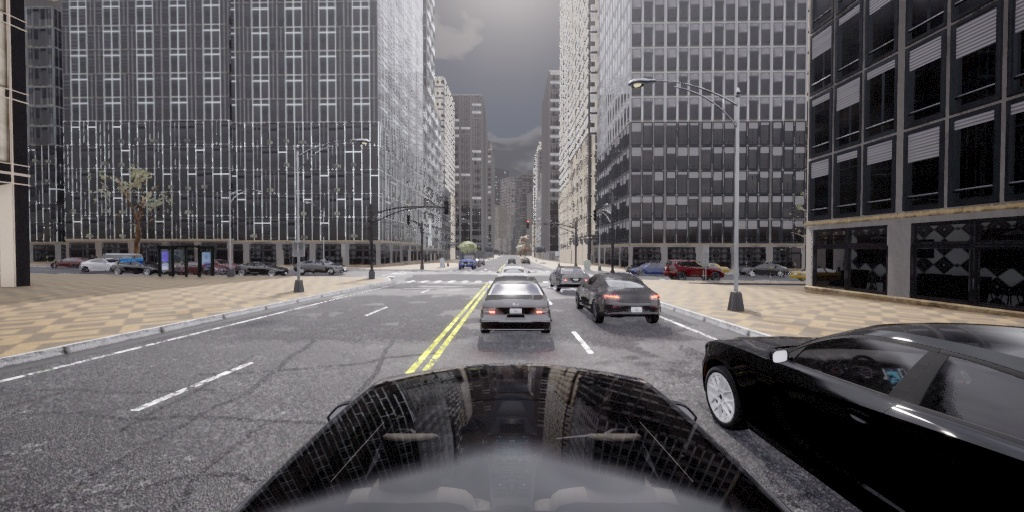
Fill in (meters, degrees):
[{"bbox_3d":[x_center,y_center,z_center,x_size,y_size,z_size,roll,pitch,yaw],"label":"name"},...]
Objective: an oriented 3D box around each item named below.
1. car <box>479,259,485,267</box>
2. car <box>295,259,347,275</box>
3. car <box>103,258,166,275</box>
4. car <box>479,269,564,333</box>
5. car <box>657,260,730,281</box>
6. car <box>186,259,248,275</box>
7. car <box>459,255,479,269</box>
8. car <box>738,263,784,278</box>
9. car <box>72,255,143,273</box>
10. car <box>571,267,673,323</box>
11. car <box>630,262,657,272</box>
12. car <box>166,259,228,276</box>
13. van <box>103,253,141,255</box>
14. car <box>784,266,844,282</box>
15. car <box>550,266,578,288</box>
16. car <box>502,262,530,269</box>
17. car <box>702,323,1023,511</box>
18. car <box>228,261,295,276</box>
[{"bbox_3d":[-6.604,1.190,63.801,2.128,1.511,4.902,0,0,0],"label":"car"},{"bbox_3d":[-18.821,1.089,35.290,4.902,1.511,2.128,1,1,1],"label":"car"},{"bbox_3d":[-34.116,1.067,32.960,4.313,1.339,1.948,0,0,1],"label":"car"},{"bbox_3d":[0.096,1.293,10.652,2.033,1.411,5.357,0,0,0],"label":"car"},{"bbox_3d":[16.174,1.267,32.159,5.009,1.841,2.192,0,0,1],"label":"car"},{"bbox_3d":[-29.109,1.030,35.493,4.674,1.442,1.812,1,1,1],"label":"car"},{"bbox_3d":[-6.631,0.932,53.883,2.150,2.045,5.566,0,0,0],"label":"car"},{"bbox_3d":[26.223,1.453,37.771,4.892,1.490,1.837,1,1,1],"label":"car"},{"bbox_3d":[-40.175,0.929,35.724,4.674,1.442,1.812,1,1,2],"label":"car"},{"bbox_3d":[3.345,1.271,11.922,1.812,1.442,4.674,0,0,0],"label":"car"},{"bbox_3d":[14.915,1.395,37.958,5.357,1.411,2.033,1,1,1],"label":"car"},{"bbox_3d":[-28.435,1.136,32.791,4.207,1.307,1.802,0,0,1],"label":"car"},{"bbox_3d":[-45.313,0.603,41.613,3.998,1.789,1.690,0,0,1],"label":"van"},{"bbox_3d":[27.623,1.577,31.970,4.829,1.417,1.751,0,0,1],"label":"car"},{"bbox_3d":[3.340,1.286,21.333,2.033,1.411,5.357,0,0,0],"label":"car"},{"bbox_3d":[0.089,1.265,20.243,1.812,1.442,4.674,0,0,0],"label":"car"},{"bbox_3d":[3.344,1.227,2.575,1.882,1.535,5.008,0,0,0],"label":"car"},{"bbox_3d":[-22.751,1.172,32.661,4.313,1.339,1.948,0,0,1],"label":"car"}]
